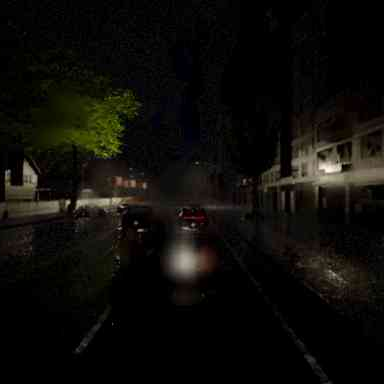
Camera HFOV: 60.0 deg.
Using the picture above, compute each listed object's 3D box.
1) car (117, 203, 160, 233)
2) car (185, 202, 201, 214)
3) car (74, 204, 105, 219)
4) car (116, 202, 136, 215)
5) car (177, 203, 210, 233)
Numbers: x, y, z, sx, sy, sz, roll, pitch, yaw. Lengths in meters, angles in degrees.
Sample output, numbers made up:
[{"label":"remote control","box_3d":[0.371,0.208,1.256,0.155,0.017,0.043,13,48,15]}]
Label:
[{"label":"car","box_3d":[-3.160,1.670,21.289,1.882,1.535,5.008,0,-1,0]},{"label":"car","box_3d":[0.082,1.963,41.223,1.895,1.301,4.718,0,-1,0]},{"label":"car","box_3d":[-9.861,1.850,32.202,1.994,1.385,4.181,0,0,0]},{"label":"car","box_3d":[-6.611,1.801,34.927,2.128,1.511,4.902,0,-1,0]},{"label":"car","box_3d":[0.087,1.679,21.101,2.128,1.511,4.902,0,-1,0]}]
